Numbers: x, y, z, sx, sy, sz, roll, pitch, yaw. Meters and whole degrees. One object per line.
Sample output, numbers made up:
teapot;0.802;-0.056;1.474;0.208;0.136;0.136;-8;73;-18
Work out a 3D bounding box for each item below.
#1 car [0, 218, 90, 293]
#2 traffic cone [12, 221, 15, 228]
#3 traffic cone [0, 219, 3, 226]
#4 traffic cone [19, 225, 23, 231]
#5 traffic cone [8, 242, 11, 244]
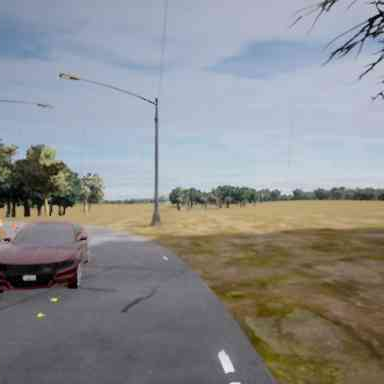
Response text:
car;-3.993;1.566;9.416;1.882;1.535;5.008;1;-1;-14
traffic cone;-13.884;2.522;25.873;0.340;0.580;0.340;2;-3;-37
traffic cone;-16.896;2.709;29.500;0.340;0.580;0.340;2;-4;-43
traffic cone;-9.072;2.219;17.774;0.340;0.580;0.340;1;-2;-25
traffic cone;-7.326;2.108;13.390;0.340;0.580;0.340;1;-1;-19
